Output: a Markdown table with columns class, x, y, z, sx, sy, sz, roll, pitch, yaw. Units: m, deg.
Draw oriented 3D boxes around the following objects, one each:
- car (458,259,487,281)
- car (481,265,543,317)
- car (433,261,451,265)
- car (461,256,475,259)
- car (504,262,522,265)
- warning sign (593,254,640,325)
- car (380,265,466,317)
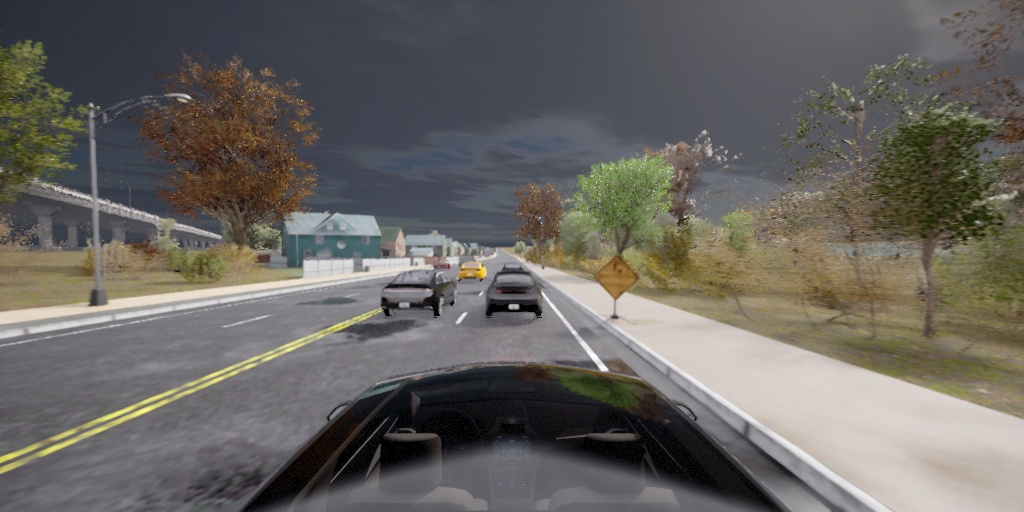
| class | x | y | z | sx | sy | sz | roll | pitch | yaw |
| --- | --- | --- | --- | --- | --- | --- | --- | --- | --- |
| car | -3.174 | 1.226 | 29.568 | 1.882 | 1.535 | 5.008 | 0 | 0 | 0 |
| car | 0.071 | 1.256 | 13.080 | 1.837 | 1.490 | 4.892 | 0 | 0 | 0 |
| car | -9.829 | 1.342 | 50.467 | 1.895 | 1.301 | 4.718 | 0 | 0 | 0 |
| car | -6.565 | 0.963 | 52.816 | 2.150 | 2.045 | 5.566 | 0 | 0 | 0 |
| car | 0.071 | 1.241 | 28.113 | 2.128 | 1.511 | 4.902 | 0 | 0 | 0 |
| warning sign | 2.850 | 0.866 | 9.991 | 1.300 | 1.860 | 1.060 | 0 | 0 | 0 |
| car | -3.178 | 1.243 | 13.061 | 2.128 | 1.511 | 4.902 | 0 | 0 | 0 |
